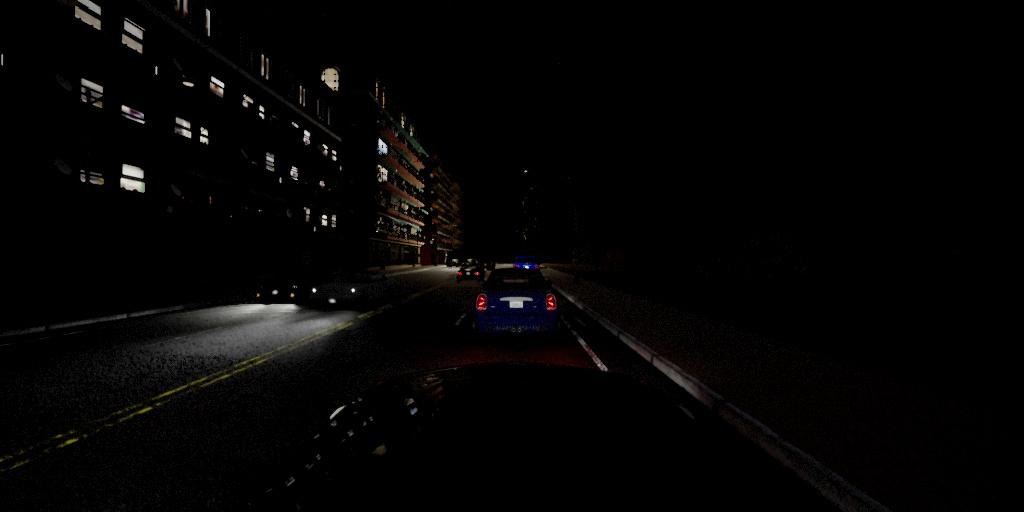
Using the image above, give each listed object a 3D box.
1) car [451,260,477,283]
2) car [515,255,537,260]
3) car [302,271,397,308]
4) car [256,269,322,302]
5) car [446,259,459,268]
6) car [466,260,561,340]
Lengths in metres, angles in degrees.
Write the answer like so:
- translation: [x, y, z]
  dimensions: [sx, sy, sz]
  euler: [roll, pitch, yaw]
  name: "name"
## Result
- translation: [-3.133, 1.298, 28.069]
  dimensions: [2.033, 1.411, 5.357]
  euler: [0, 0, 0]
  name: "car"
- translation: [1.150, 0.976, 30.103]
  dimensions: [2.150, 2.045, 5.566]
  euler: [0, 0, 0]
  name: "car"
- translation: [-6.593, 1.352, 15.394]
  dimensions: [1.895, 1.301, 4.718]
  euler: [0, 0, 0]
  name: "car"
- translation: [-9.844, 1.315, 16.883]
  dimensions: [1.994, 1.385, 4.181]
  euler: [0, 0, 0]
  name: "car"
- translation: [-9.799, 1.239, 60.375]
  dimensions: [2.128, 1.511, 4.902]
  euler: [0, 0, 0]
  name: "car"
- translation: [0.102, 1.103, 10.150]
  dimensions: [2.097, 1.767, 4.553]
  euler: [0, 0, 0]
  name: "car"
